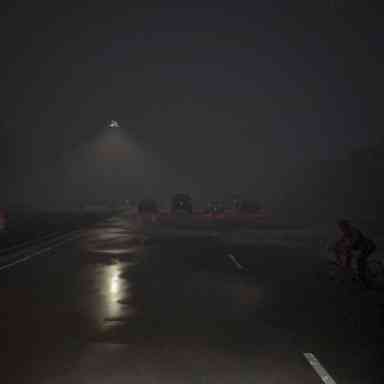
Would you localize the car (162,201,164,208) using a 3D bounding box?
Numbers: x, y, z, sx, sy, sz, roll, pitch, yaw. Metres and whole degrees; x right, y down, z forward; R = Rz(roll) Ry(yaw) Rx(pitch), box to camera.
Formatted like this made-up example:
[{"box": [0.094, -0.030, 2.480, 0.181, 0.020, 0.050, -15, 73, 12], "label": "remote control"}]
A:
[{"box": [-4.992, 1.547, 45.691, 2.033, 1.411, 5.357, 0, 0, -1], "label": "car"}]

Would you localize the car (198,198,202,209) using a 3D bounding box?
[{"box": [1.991, 1.491, 46.530, 2.128, 1.511, 4.902, 0, 0, -1], "label": "car"}]

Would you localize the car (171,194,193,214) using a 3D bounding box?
[{"box": [-1.105, 1.222, 35.966, 2.150, 2.045, 5.566, 0, 0, -1], "label": "car"}]

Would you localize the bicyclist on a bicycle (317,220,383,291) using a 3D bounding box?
[{"box": [3.628, 1.454, 7.554, 1.656, 1.620, 0.582, -1, 0, -2], "label": "bicyclist on a bicycle"}]

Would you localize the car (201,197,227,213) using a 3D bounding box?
[{"box": [2.359, 1.526, 36.731, 1.812, 1.442, 4.674, 0, 0, -2], "label": "car"}]

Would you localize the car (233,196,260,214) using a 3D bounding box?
[{"box": [5.897, 1.477, 35.294, 1.882, 1.535, 5.008, 0, 0, -2], "label": "car"}]

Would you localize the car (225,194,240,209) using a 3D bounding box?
[{"box": [5.507, 1.221, 45.765, 2.150, 2.045, 5.566, 0, 0, -1], "label": "car"}]

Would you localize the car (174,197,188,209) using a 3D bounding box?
[{"box": [-1.522, 1.477, 46.990, 1.882, 1.535, 5.008, 0, 0, -1], "label": "car"}]

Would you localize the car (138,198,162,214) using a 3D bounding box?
[{"box": [-4.622, 1.477, 35.777, 1.882, 1.535, 5.008, 0, 0, -1], "label": "car"}]
